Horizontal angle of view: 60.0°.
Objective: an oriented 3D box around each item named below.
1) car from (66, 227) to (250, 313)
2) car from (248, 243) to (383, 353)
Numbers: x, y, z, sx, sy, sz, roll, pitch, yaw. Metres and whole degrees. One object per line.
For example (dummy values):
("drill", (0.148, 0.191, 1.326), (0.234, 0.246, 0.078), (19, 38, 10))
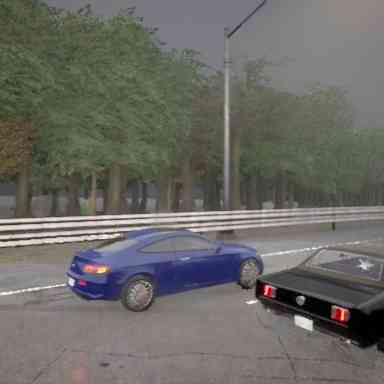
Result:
("car", (-0.421, 1.547, 7.666), (4.674, 1.442, 1.812), (0, 0, -35))
("car", (3.459, 1.634, 6.102), (4.718, 1.301, 1.895), (0, 0, -35))
